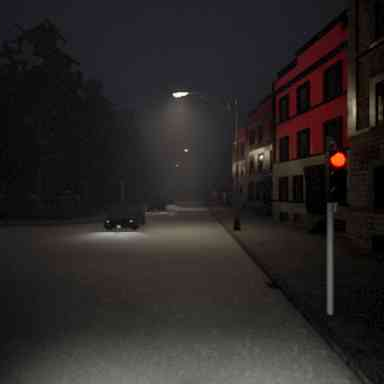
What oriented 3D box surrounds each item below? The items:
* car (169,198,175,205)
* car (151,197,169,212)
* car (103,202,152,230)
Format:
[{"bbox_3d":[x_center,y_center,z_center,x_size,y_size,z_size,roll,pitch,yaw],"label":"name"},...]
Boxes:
[{"bbox_3d":[-4.010,1.592,57.156,1.895,1.301,4.718,0,0,0],"label":"car"},{"bbox_3d":[-4.048,1.519,38.957,1.812,1.442,4.674,0,0,0],"label":"car"},{"bbox_3d":[-4.076,1.544,21.172,2.033,1.411,5.357,0,0,0],"label":"car"}]
